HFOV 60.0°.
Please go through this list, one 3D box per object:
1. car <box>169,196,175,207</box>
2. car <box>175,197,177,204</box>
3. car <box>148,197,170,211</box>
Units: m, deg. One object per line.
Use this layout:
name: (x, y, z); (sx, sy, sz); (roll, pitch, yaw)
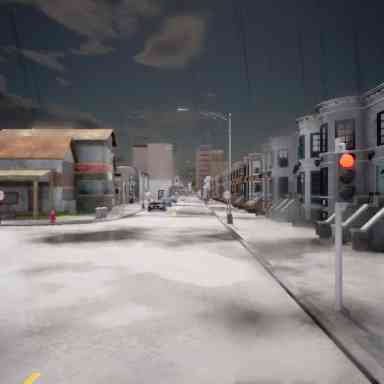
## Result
car: (-4.013, 1.505, 50.393); (1.837, 1.490, 4.892); (0, 0, 0)
car: (-3.895, 1.547, 66.214); (2.033, 1.411, 5.357); (0, 0, 0)
car: (-4.042, 1.564, 39.550); (1.994, 1.385, 4.181); (0, 0, 0)
